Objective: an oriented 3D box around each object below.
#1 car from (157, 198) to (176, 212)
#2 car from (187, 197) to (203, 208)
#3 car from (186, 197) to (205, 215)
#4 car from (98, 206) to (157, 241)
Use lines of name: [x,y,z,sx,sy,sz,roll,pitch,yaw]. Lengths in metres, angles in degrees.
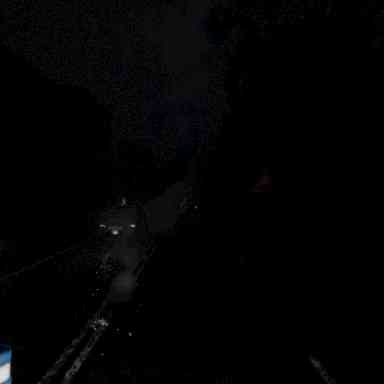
car: [-2.952,1.433,38.236,1.812,1.442,4.674,0,0,1]
car: [0.385,1.420,46.129,2.033,1.411,5.357,0,0,0]
car: [0.360,1.473,33.326,2.033,1.411,5.357,0,0,1]
car: [-3.257,1.460,16.636,2.128,1.511,4.902,0,0,1]
